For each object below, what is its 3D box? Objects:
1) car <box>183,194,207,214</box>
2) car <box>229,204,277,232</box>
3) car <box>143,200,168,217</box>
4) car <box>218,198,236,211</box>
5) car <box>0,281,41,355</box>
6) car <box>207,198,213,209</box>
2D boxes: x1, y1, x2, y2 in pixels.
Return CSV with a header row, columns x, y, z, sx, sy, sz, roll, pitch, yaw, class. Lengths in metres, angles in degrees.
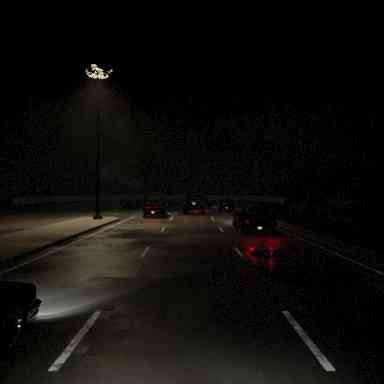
x,y,z,sx,sy,sz,roll,pitch,yaw,class
0.275,1.221,34.769,2.150,2.045,5.566,0,0,2,car
3.598,1.601,19.916,1.895,1.301,4.718,0,0,0,car
-3.350,1.503,31.093,1.837,1.490,4.892,0,-1,1,car
4.182,1.504,39.854,1.837,1.490,4.892,0,0,6,car
-3.401,1.547,3.007,2.033,1.411,5.357,0,0,0,car
1.614,1.492,44.550,2.128,1.511,4.902,0,0,12,car
